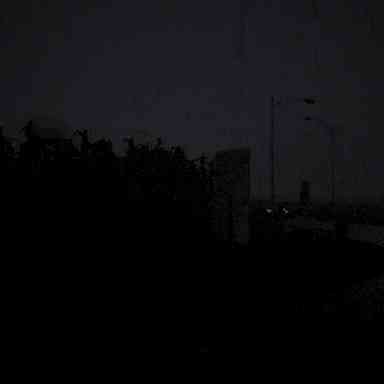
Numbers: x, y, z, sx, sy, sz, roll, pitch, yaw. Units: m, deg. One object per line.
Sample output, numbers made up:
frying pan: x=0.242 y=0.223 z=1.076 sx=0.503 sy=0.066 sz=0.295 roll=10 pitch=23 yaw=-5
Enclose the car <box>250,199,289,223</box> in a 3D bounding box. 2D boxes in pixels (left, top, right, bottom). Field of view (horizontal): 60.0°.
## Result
car: x=4.706 y=1.286 z=23.966 sx=2.097 sy=1.767 sz=4.553 roll=0 pitch=0 yaw=-36
